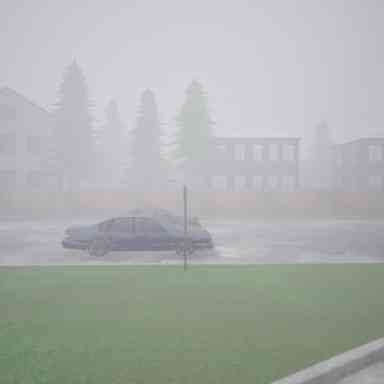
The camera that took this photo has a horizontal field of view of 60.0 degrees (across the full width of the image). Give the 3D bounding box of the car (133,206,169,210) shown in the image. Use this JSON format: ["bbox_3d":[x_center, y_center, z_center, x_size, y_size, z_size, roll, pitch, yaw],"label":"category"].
[{"bbox_3d":[-2.178,1.537,19.316,5.357,1.411,2.033,0,0,-2],"label":"car"}]

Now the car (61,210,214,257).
[{"bbox_3d":[-1.921,1.541,12.321,5.357,1.411,2.033,0,0,-2],"label":"car"}]
